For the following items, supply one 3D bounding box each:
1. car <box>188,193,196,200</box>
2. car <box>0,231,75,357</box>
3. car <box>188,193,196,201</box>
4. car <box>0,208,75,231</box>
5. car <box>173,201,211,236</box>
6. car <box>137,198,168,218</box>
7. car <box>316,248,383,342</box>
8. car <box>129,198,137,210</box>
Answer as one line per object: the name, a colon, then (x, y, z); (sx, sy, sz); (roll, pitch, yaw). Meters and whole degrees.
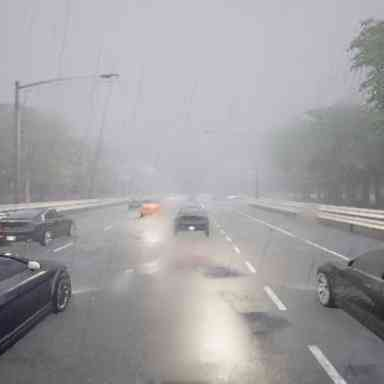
car: (-0.009, 1.285, 95.639); (2.150, 2.045, 5.566); (0, 0, 0)
car: (-3.400, 1.567, 4.980); (1.994, 1.385, 4.181); (0, 0, 0)
car: (-0.007, 1.577, 79.541); (2.033, 1.411, 5.357); (0, 0, 0)
car: (-6.900, 1.513, 15.157); (1.837, 1.490, 4.892); (0, 0, 0)
car: (-0.012, 1.515, 18.661); (1.837, 1.490, 4.892); (0, 0, 0)
car: (-3.402, 1.367, 30.568); (2.097, 1.767, 4.553); (0, 0, 0)
car: (3.500, 1.507, 4.902); (2.163, 1.488, 4.792); (0, 0, 0)
car: (-6.907, 1.512, 42.859); (2.128, 1.511, 4.902); (0, 0, 0)
